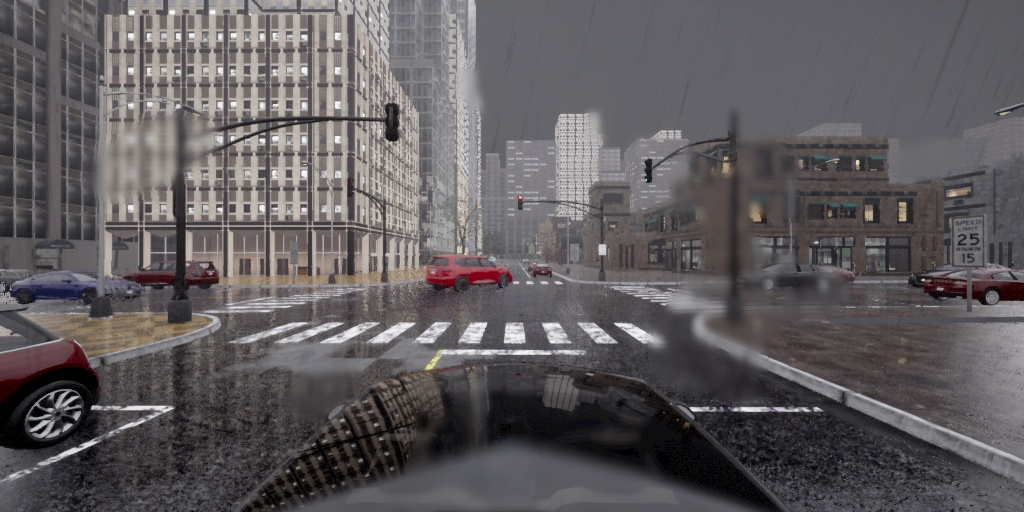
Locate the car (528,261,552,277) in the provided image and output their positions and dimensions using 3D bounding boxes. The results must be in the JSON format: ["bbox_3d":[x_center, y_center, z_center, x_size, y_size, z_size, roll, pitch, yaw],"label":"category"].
[{"bbox_3d":[2.859,1.305,34.704,1.888,1.381,4.507,0,0,0],"label":"car"}]

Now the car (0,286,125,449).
[{"bbox_3d":[-5.691,1.190,2.281,1.967,1.591,4.097,0,0,0],"label":"car"}]

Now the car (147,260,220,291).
[{"bbox_3d":[-21.019,1.204,22.165,5.009,1.841,2.192,0,0,-1],"label":"car"}]

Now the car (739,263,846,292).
[{"bbox_3d":[15.143,1.148,19.934,4.892,1.490,1.837,0,0,-1],"label":"car"}]

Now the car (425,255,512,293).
[{"bbox_3d":[-2.417,0.974,21.030,2.150,2.045,5.566,1,1,42],"label":"car"}]

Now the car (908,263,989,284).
[{"bbox_3d":[24.946,1.142,20.039,4.181,1.385,1.994,0,0,-1],"label":"car"}]

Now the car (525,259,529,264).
[{"bbox_3d":[2.916,1.350,45.786,1.802,1.307,4.207,0,0,0],"label":"car"}]

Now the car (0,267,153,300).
[{"bbox_3d":[-19.787,1.399,16.387,4.674,1.442,1.812,0,0,-1],"label":"car"}]

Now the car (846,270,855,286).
[{"bbox_3d":[19.053,1.203,22.561,4.207,1.307,1.802,0,0,-1],"label":"car"}]

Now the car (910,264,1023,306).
[{"bbox_3d":[19.136,1.153,14.181,4.507,1.381,1.888,0,0,-1],"label":"car"}]
